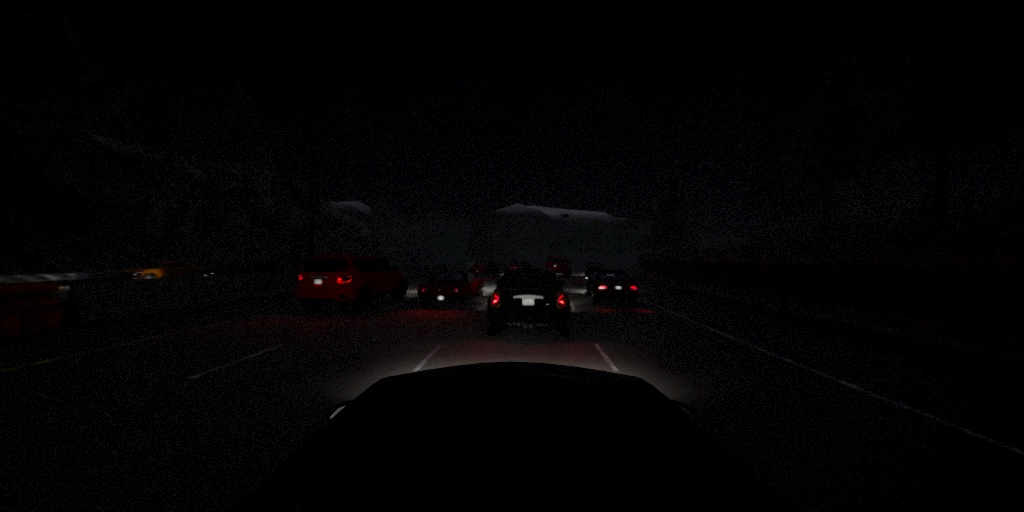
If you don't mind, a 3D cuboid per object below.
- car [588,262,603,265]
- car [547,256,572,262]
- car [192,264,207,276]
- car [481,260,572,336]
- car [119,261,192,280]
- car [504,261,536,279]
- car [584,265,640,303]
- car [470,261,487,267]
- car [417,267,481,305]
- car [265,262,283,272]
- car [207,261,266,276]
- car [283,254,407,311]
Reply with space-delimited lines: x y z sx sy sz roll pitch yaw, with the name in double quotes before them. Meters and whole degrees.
"car" 8.337 1.334 35.850 1.812 1.442 4.674 0 0 15
"car" 4.658 1.013 35.685 2.150 2.045 5.566 0 0 15
"car" -22.085 1.174 28.706 1.837 1.490 4.892 0 0 10
"car" 0.512 1.110 10.615 2.097 1.767 4.553 0 0 3
"car" -25.951 1.128 26.828 1.882 1.535 5.008 0 0 9
"car" 0.854 1.266 34.828 2.128 1.511 4.902 0 0 14
"car" 4.565 1.327 16.887 2.033 1.411 5.357 0 0 7
"car" -2.598 1.237 35.430 1.882 1.535 5.008 0 0 14
"car" -2.535 1.349 16.126 1.895 1.301 4.718 0 0 6
"car" -15.339 1.203 26.720 1.837 1.490 4.892 0 0 10
"car" -18.961 1.186 26.255 1.837 1.490 4.892 0 0 10
"car" -6.200 0.952 14.589 2.150 2.045 5.566 0 0 5
